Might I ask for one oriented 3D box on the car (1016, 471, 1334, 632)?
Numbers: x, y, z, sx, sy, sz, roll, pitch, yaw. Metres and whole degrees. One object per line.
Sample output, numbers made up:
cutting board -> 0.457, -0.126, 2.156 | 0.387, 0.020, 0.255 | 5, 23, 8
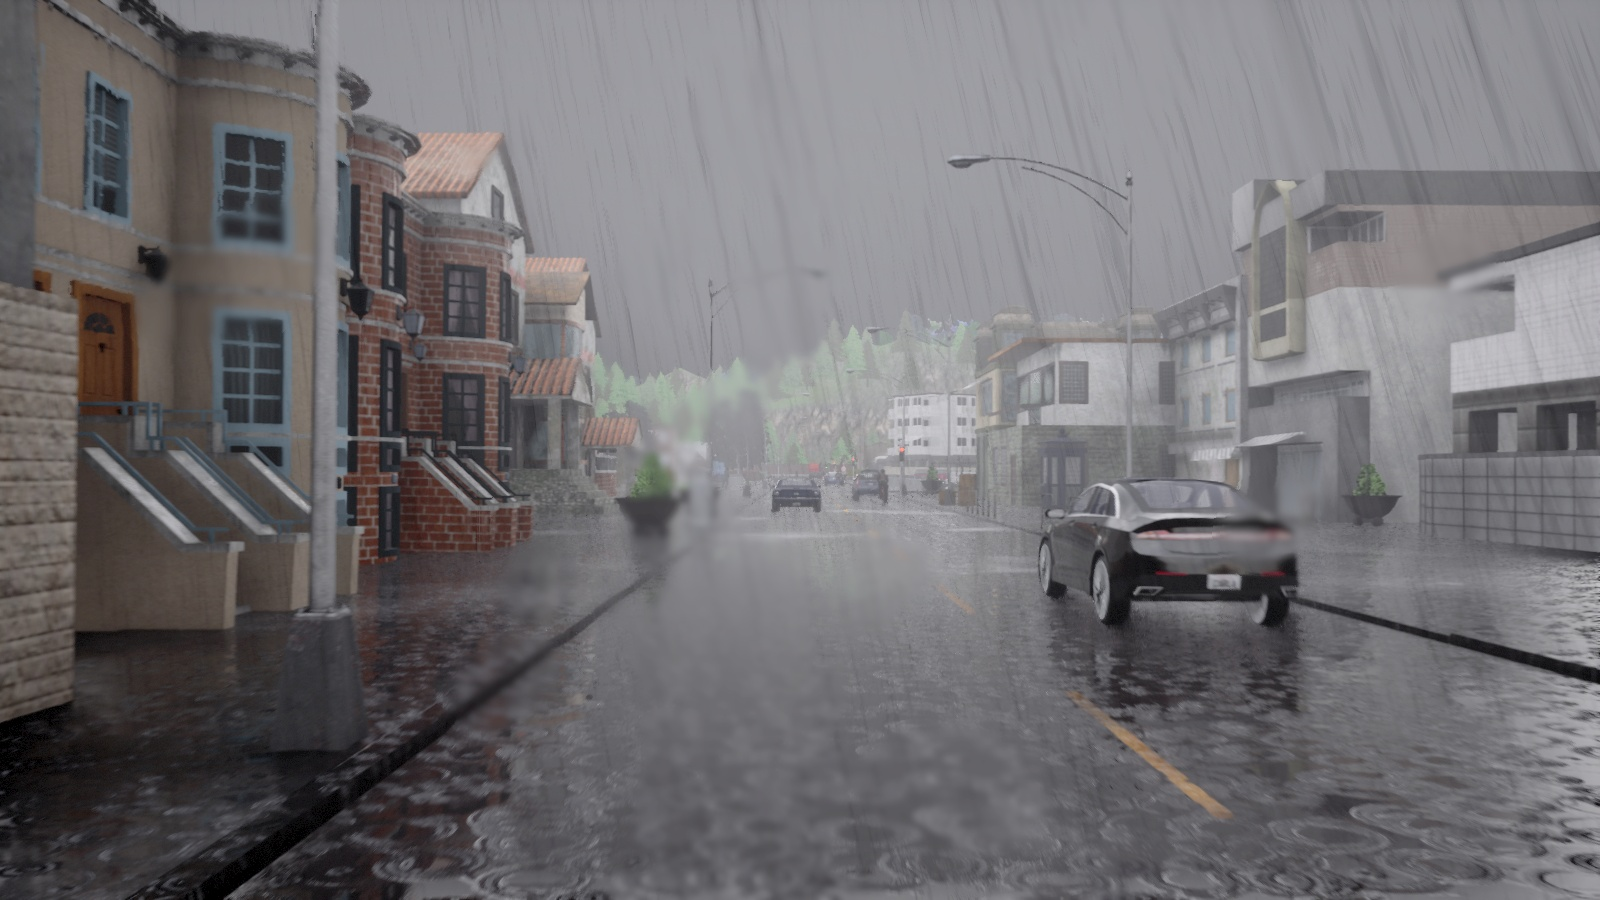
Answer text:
car -> 3.964, 0.995, 14.316 | 2.128, 1.511, 4.902 | 0, -1, 0

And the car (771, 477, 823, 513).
car -> -0.120, 1.734, 48.888 | 1.895, 1.301, 4.718 | 0, -1, 0

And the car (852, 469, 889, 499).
car -> 3.822, 1.846, 68.614 | 1.851, 1.617, 3.988 | 0, -1, 0
